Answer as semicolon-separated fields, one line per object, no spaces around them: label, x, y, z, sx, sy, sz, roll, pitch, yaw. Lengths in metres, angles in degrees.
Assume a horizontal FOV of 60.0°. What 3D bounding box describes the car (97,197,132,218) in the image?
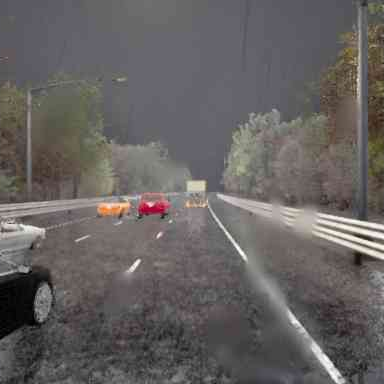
car;-6.634;1.247;28.867;2.097;1.767;4.553;0;0;1

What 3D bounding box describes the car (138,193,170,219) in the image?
car;-3.149;1.118;28.340;2.150;2.045;5.566;0;0;1

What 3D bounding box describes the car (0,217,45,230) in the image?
car;-6.761;1.466;11.195;1.895;1.301;4.718;7;-3;1

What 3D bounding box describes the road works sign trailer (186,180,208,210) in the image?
road works sign trailer;0.493;0.310;40.442;2.380;3.560;2.880;0;0;2

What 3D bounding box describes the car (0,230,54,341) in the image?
car;-3.354;1.411;4.089;2.128;1.511;4.902;-1;-4;-1
